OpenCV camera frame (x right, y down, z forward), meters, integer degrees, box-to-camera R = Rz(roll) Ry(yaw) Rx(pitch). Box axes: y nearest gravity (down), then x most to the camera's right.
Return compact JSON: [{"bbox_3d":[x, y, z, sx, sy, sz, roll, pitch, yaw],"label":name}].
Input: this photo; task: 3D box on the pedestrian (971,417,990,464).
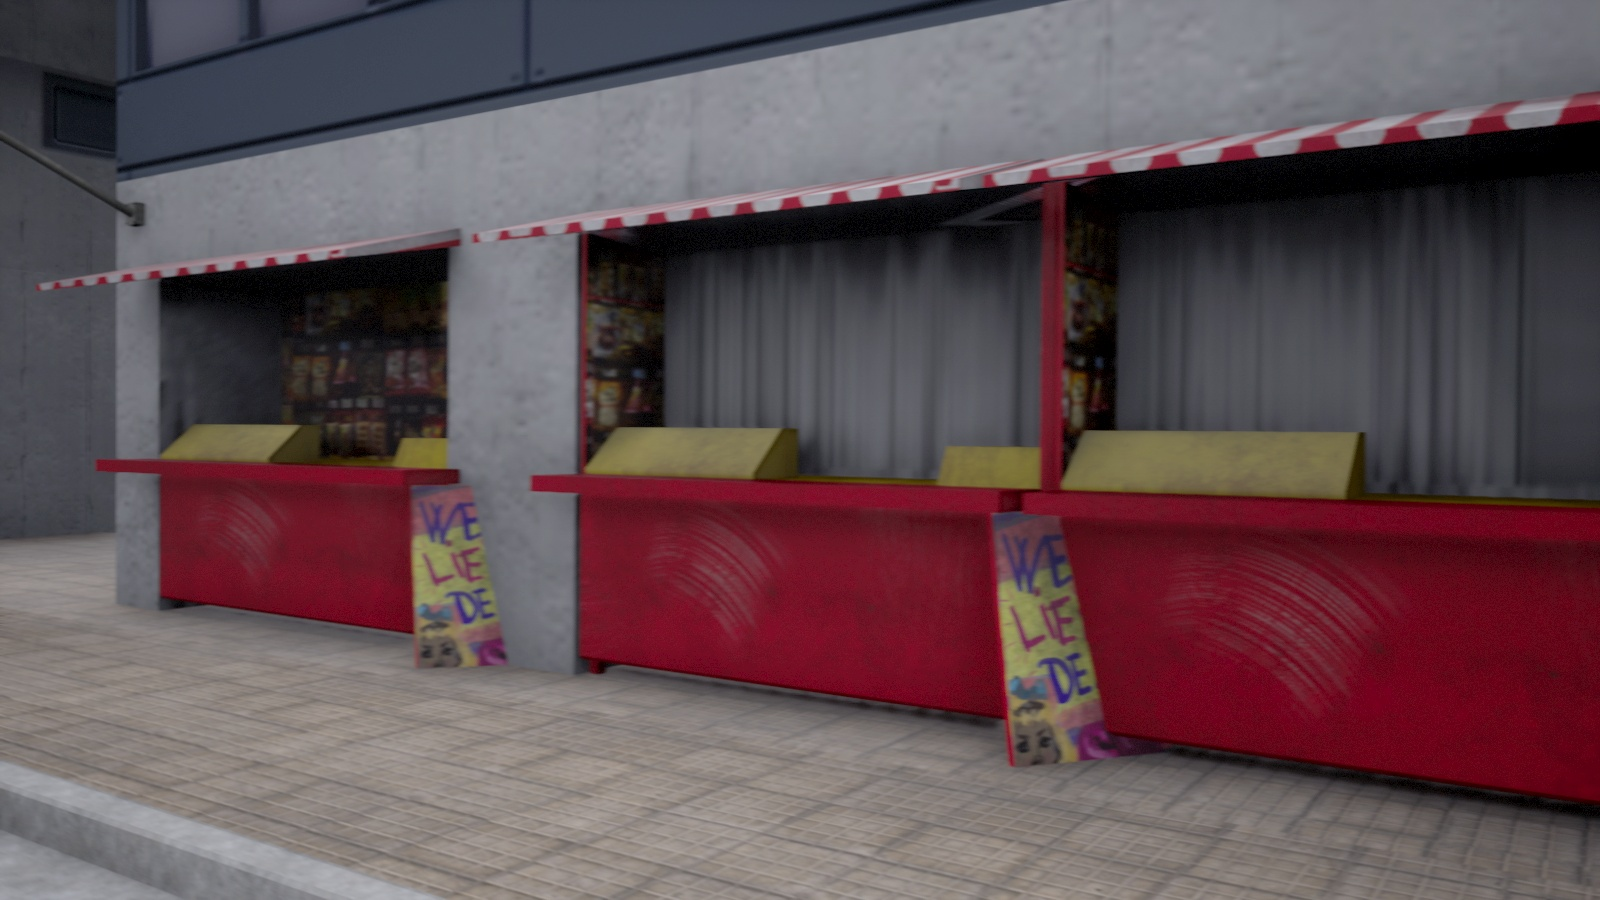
[{"bbox_3d":[7.561,-0.394,52.561,0.692,1.930,0.395,0,1,32],"label":"pedestrian"}]
